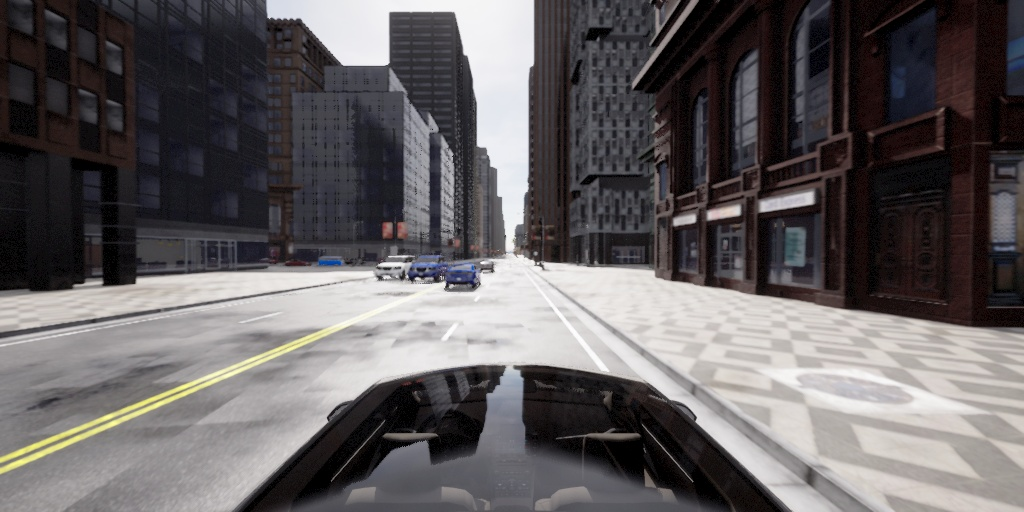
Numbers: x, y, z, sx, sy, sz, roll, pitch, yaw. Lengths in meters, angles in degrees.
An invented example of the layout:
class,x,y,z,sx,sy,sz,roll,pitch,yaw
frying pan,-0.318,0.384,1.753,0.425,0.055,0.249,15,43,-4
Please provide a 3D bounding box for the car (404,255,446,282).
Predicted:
class,x,y,z,sx,sy,sz,roll,pitch,yaw
car,-6.556,0.960,28.671,2.150,2.045,5.566,0,0,0

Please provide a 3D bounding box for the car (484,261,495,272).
class,x,y,z,sx,sy,sz,roll,pitch,yaw
car,-3.152,1.275,44.997,2.033,1.411,5.357,0,0,0

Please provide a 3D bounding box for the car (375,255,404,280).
class,x,y,z,sx,sy,sz,roll,pitch,yaw
car,-9.786,0.960,30.829,2.150,2.045,5.566,0,0,0

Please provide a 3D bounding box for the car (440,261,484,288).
class,x,y,z,sx,sy,sz,roll,pitch,yaw
car,-3.151,1.217,23.750,1.882,1.535,5.008,0,0,0
